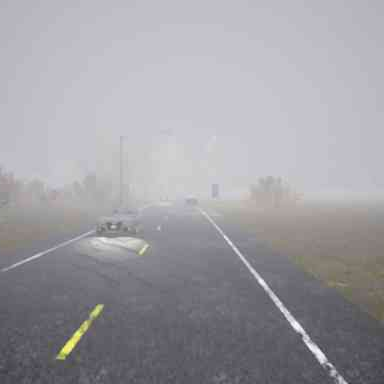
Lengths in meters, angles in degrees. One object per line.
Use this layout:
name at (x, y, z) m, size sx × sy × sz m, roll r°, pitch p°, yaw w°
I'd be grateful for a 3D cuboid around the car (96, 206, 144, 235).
car at (-3.794, 1.478, 18.037) m, size 1.994 × 1.385 × 4.181 m, roll 0°, pitch 0°, yaw -1°

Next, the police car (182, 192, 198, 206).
police car at (-0.176, 1.152, 49.646) m, size 1.930 × 1.638 × 5.238 m, roll 0°, pitch 0°, yaw -2°

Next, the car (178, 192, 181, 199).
car at (-2.555, 1.003, 83.279) m, size 1.994 × 1.385 × 4.181 m, roll 0°, pitch 0°, yaw -2°

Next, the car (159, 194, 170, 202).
car at (-5.334, 1.128, 64.546) m, size 2.128 × 1.511 × 4.902 m, roll 0°, pitch 0°, yaw -2°
